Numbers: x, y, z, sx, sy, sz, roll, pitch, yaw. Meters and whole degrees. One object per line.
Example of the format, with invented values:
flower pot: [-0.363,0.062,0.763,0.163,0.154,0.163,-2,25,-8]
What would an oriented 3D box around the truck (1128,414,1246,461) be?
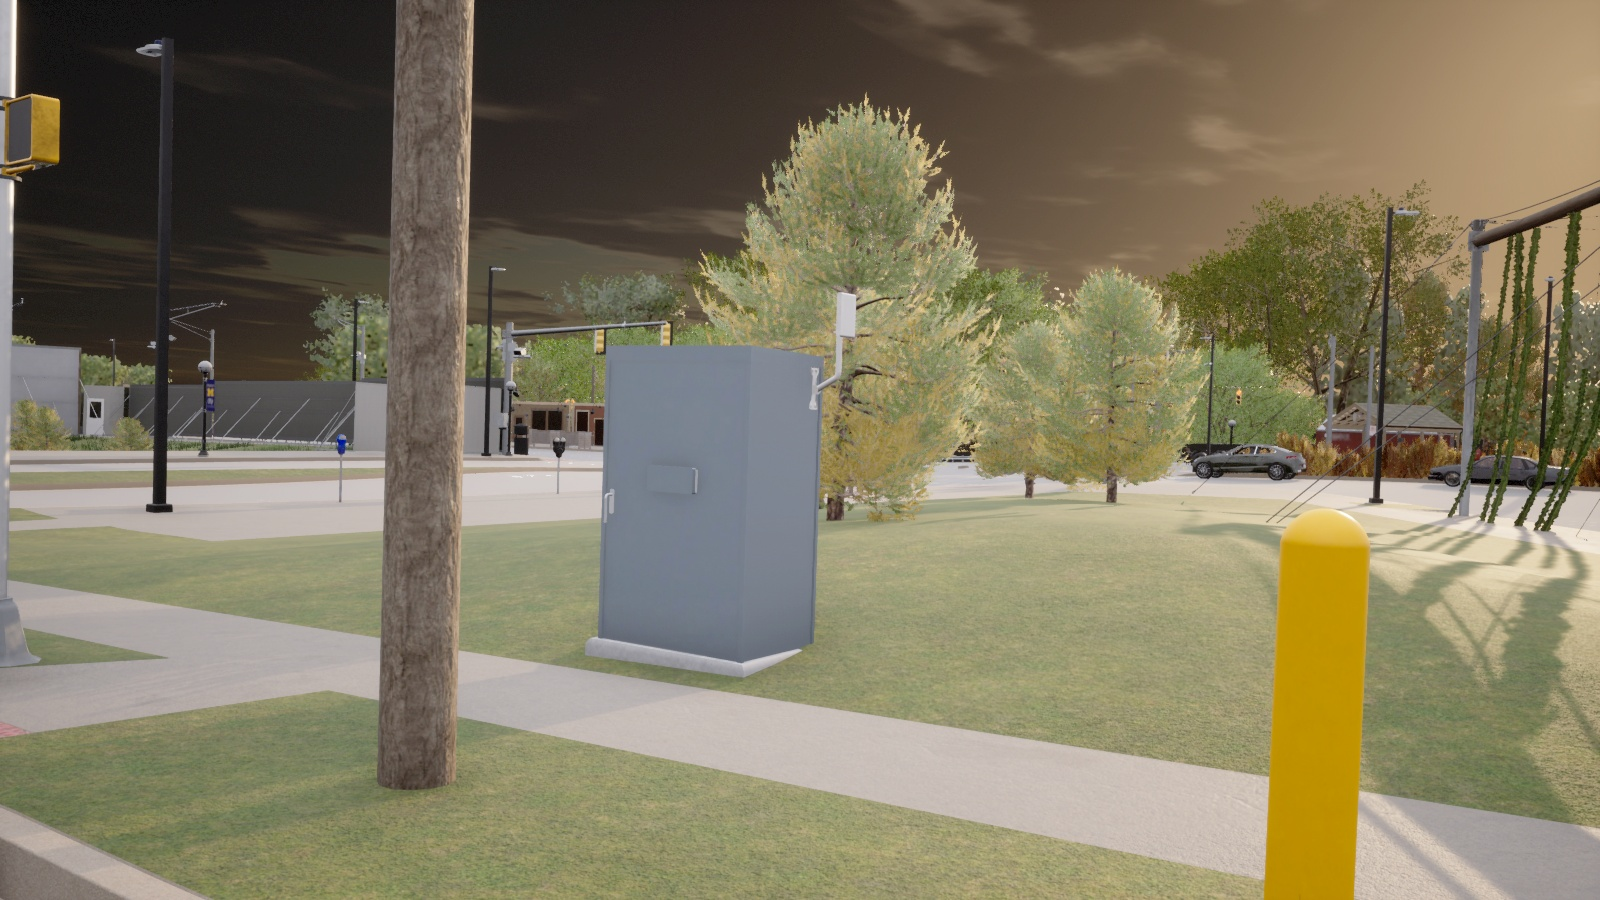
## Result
truck: [29.141,-0.920,94.736,7.936,3.462,2.891,0,1,35]

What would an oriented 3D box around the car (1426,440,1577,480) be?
car: [29.460,0.389,52.819,5.357,1.411,2.033,2,3,34]

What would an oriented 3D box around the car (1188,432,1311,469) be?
car: [20.980,0.020,58.643,5.027,1.651,2.152,0,1,35]
